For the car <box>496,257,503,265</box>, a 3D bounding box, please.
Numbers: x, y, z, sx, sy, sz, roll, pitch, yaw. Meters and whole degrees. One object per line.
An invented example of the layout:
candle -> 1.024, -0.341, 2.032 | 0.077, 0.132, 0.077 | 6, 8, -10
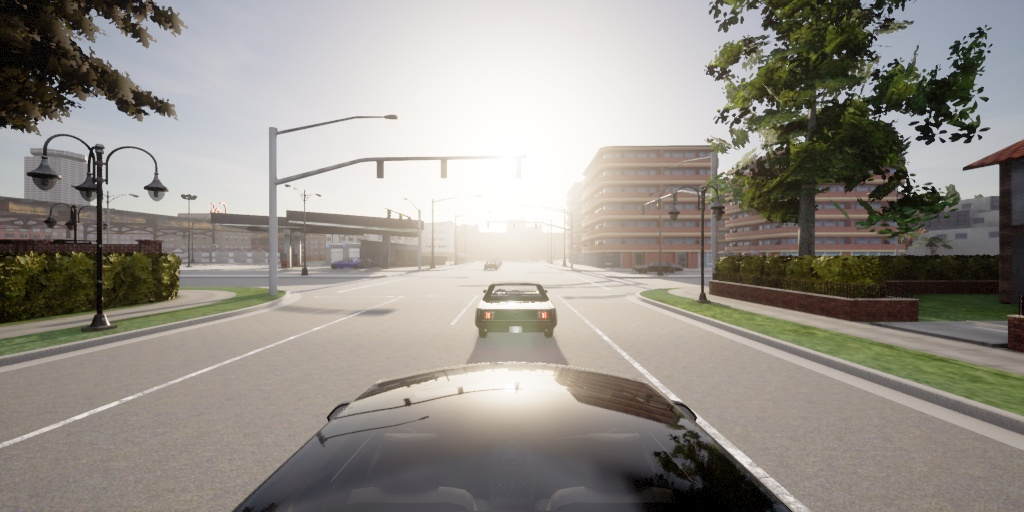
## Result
car -> -3.146, 1.314, 62.473 | 1.994, 1.385, 4.181 | 0, 0, 0

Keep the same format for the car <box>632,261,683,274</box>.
car -> 16.639, 1.297, 41.043 | 5.357, 1.411, 2.033 | 0, 0, 1

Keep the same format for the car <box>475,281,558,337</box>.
car -> 0.098, 1.351, 10.227 | 1.895, 1.301, 4.718 | 0, 0, 0

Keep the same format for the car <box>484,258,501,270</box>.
car -> -3.054, 1.351, 52.558 | 1.895, 1.301, 4.718 | 0, 0, -1
